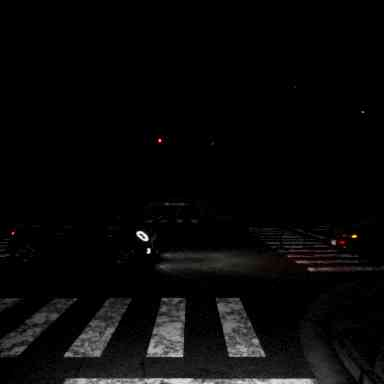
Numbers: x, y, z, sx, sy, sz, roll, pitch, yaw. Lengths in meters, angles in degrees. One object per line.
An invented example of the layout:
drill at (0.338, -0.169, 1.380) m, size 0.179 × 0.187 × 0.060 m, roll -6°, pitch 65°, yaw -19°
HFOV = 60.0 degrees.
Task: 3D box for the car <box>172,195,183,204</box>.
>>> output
car at (-2.966, 1.497, 69.308) m, size 2.097 × 1.767 × 4.553 m, roll 0°, pitch 0°, yaw 0°

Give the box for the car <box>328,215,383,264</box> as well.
car at (6.969, 1.491, 10.990) m, size 4.674 × 1.442 × 1.812 m, roll 0°, pitch -1°, yaw 0°

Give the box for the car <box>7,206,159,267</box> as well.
car at (-3.390, 1.325, 10.954) m, size 4.553 × 1.767 × 2.097 m, roll 1°, pitch 0°, yaw 0°
